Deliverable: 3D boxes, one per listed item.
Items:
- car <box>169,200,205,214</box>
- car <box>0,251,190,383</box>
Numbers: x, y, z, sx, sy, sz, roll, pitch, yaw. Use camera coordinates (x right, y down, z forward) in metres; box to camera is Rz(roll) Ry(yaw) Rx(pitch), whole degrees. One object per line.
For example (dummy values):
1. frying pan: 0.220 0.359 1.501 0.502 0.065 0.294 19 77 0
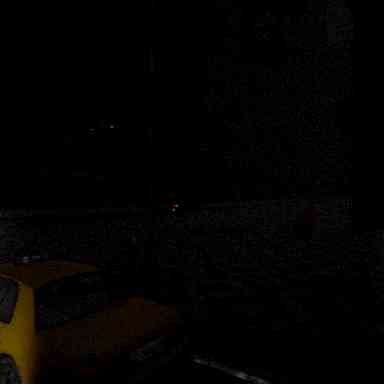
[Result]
1. car: -0.471 1.589 35.915 1.837 1.490 4.892 1 0 35
2. car: -2.305 1.498 4.595 4.829 1.417 1.752 0 1 35
